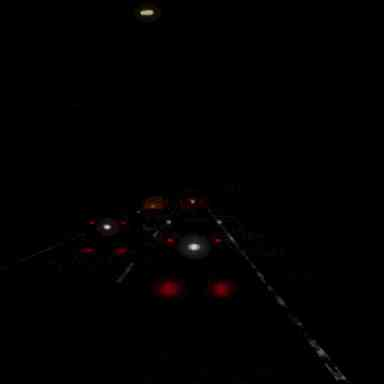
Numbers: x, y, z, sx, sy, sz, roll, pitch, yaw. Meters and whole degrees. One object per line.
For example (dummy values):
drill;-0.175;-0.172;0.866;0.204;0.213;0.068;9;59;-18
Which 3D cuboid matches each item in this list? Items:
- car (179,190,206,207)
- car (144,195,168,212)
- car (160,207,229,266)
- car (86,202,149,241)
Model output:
car;0.084;0.841;29.212;2.150;2.045;5.566;0;1;0
car;-3.413;1.067;31.627;1.882;1.535;5.008;0;1;0
car;0.068;1.421;10.943;1.994;1.385;4.181;0;1;0
car;-3.414;1.363;15.429;1.994;1.385;4.181;0;1;0
